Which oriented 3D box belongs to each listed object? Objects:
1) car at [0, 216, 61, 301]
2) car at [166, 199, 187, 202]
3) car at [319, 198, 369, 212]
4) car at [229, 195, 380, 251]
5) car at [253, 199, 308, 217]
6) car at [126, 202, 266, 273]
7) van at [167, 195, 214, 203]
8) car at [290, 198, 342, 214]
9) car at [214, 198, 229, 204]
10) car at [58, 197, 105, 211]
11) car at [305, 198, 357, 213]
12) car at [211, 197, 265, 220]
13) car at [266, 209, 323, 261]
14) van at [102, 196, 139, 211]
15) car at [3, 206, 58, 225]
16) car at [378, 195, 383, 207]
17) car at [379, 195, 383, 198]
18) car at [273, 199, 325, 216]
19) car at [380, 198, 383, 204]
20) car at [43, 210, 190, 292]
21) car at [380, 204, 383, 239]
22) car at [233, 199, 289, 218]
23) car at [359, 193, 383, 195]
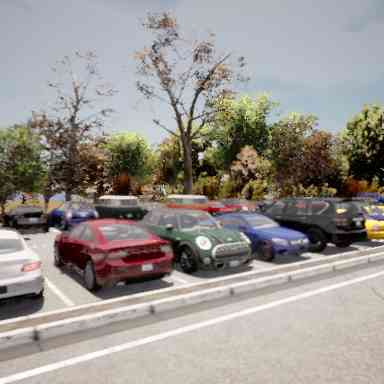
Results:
[{"bbox_3d":[-4.707,1.547,7.656,2.002,1.452,4.674,0,0,-35],"label":"car"},{"bbox_3d":[-2.852,1.493,24.422,2.231,1.521,4.892,0,0,-35],"label":"car"},{"bbox_3d":[17.851,1.459,39.161,2.231,1.521,4.892,0,0,-36],"label":"car"},{"bbox_3d":[4.480,1.241,14.240,2.435,2.045,5.566,0,0,-35],"label":"car"},{"bbox_3d":[8.546,1.473,32.541,2.097,1.535,5.008,0,0,-35],"label":"car"},{"bbox_3d":[-0.124,1.374,10.963,2.185,1.767,4.553,0,0,-35],"label":"car"},{"bbox_3d":[-0.614,1.262,26.150,1.878,1.987,4.442,0,0,-35],"label":"van"},{"bbox_3d":[13.252,1.466,35.883,2.097,1.535,5.008,0,0,-35],"label":"car"},{"bbox_3d":[1.647,1.484,27.626,2.097,1.535,5.008,0,0,-35],"label":"car"},{"bbox_3d":[-7.531,1.374,21.044,2.185,1.767,4.553,0,0,-35],"label":"car"},{"bbox_3d":[15.552,1.462,37.521,2.097,1.535,5.008,0,0,-35],"label":"car"},{"bbox_3d":[3.932,1.355,29.285,2.185,1.767,4.553,0,0,-35],"label":"car"},{"bbox_3d":[2.194,1.536,12.579,2.002,1.452,4.674,0,0,-35],"label":"car"},{"bbox_3d":[-5.217,1.270,22.874,1.878,1.987,4.442,0,0,-35],"label":"van"},{"bbox_3d":[-9.765,1.533,19.530,2.163,1.488,4.792,0,0,-36],"label":"car"},{"bbox_3d":[29.387,1.292,47.315,2.185,1.767,4.553,1,0,-36],"label":"car"},{"bbox_3d":[22.441,1.449,42.450,2.231,1.521,4.892,0,0,-35],"label":"car"},{"bbox_3d":[10.932,1.499,34.272,2.163,1.488,4.792,0,0,-35],"label":"car"},{"bbox_3d":[9.081,1.359,17.522,2.185,1.767,4.553,0,0,-35],"label":"car"},{"bbox_3d":[-2.404,1.503,9.293,2.097,1.535,5.008,0,0,-35],"label":"car"},{"bbox_3d":[6.690,1.485,16.008,1.946,1.575,5.366,0,0,-35],"label":"car"},{"bbox_3d":[6.252,1.477,30.894,2.097,1.535,5.008,0,0,-35],"label":"car"},{"bbox_3d":[24.659,1.190,43.988,2.435,2.045,5.566,0,0,-35],"label":"car"}]
